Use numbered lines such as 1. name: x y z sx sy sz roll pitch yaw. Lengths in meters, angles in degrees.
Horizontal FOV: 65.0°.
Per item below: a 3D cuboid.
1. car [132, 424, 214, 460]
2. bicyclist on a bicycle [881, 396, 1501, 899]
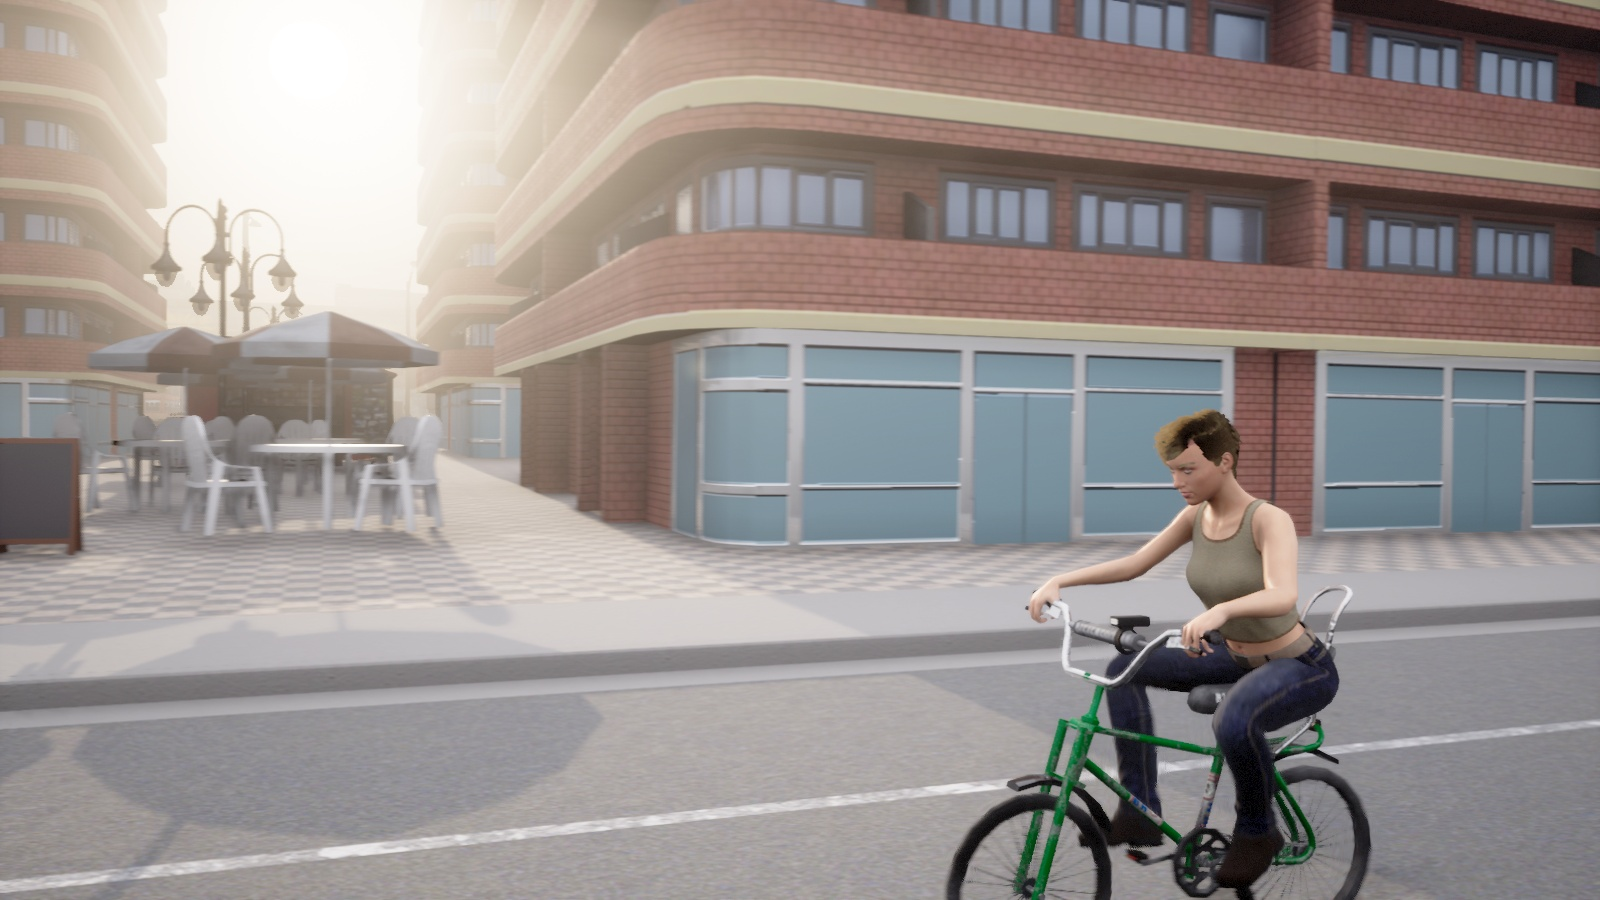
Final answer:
1. car: -34.934 -0.464 70.075 3.866 1.878 1.905 -2 1 -21
2. bicyclist on a bicycle: 1.112 0.663 3.666 1.509 1.612 0.866 -1 1 -21
